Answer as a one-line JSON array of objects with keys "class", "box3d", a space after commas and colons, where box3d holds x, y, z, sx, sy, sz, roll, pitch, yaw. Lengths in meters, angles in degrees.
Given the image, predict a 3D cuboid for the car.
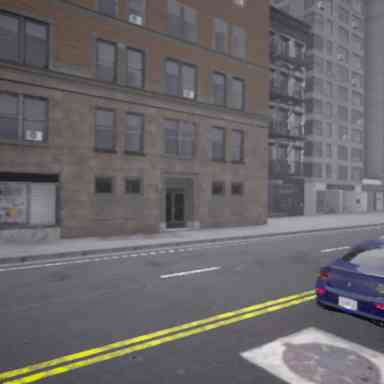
[{"class": "car", "box3d": [4.334, 1.595, 6.546, 4.674, 1.442, 1.812, 0, 0, -35]}]
